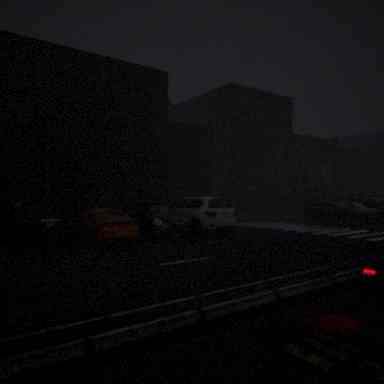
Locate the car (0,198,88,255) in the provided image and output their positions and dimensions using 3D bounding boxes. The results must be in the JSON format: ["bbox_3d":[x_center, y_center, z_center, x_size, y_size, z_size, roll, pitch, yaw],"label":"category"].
[{"bbox_3d":[-6.582,1.261,13.969,2.435,2.045,5.566,0,0,-36],"label":"car"}]

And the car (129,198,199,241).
[{"bbox_3d":[-1.995,1.386,17.251,2.185,1.767,4.553,0,0,-36],"label":"car"}]

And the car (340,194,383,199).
[{"bbox_3d":[15.886,1.226,29.963,2.435,2.045,5.566,0,0,-36],"label":"car"}]

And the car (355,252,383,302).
[{"bbox_3d":[5.666,1.547,7.177,5.357,1.411,2.033,0,0,-36],"label":"car"}]

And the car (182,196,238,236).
[{"bbox_3d":[0.150,1.260,18.782,2.435,2.045,5.566,0,0,-36],"label":"car"}]

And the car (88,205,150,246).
[{"bbox_3d":[-4.217,1.512,15.619,2.097,1.535,5.008,0,0,-36],"label":"car"}]

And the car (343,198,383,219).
[{"bbox_3d":[13.625,1.525,28.384,2.002,1.452,4.674,0,0,-36],"label":"car"}]

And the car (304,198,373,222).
[{"bbox_3d":[11.400,1.521,26.754,2.163,1.488,4.792,0,0,-36],"label":"car"}]
